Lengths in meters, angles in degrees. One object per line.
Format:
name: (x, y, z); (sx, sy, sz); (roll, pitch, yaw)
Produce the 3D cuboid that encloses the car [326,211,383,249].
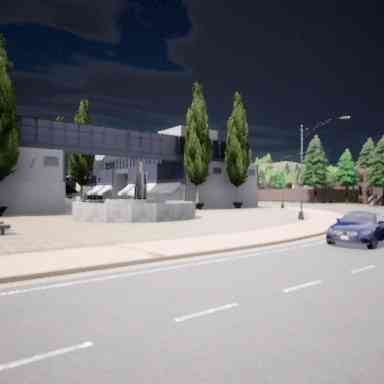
car: (7.739, 1.603, 15.108); (1.812, 1.442, 4.674); (0, 0, 43)
